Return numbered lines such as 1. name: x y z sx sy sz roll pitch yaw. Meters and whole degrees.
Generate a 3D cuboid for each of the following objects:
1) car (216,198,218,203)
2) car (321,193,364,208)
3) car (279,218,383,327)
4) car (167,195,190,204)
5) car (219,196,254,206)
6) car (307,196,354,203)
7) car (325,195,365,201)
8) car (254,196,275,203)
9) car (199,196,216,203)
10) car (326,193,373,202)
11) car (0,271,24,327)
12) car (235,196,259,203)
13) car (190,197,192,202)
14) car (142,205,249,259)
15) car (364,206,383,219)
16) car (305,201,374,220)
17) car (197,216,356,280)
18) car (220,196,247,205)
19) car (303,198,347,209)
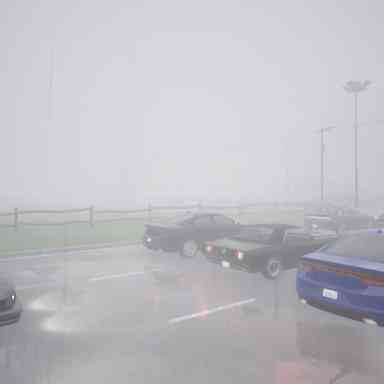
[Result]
1. car: 6.702 1.601 55.442 1.895 1.301 4.718 0 0 -36
2. car: 22.977 1.221 50.984 2.150 2.045 5.566 0 0 -36
3. car: 4.223 1.478 6.767 5.008 1.535 1.882 0 0 -36
4. car: -2.894 1.564 62.667 1.994 1.385 4.181 0 0 -36
5. car: 6.584 1.525 49.683 1.812 1.442 4.674 0 0 -36
6. car: 15.385 1.526 37.790 1.812 1.442 4.674 0 0 -37
7. car: 17.760 1.504 40.416 1.837 1.490 4.892 0 0 -37
8. car: 12.716 1.526 59.105 1.812 1.442 4.674 0 0 -37
9. car: 3.590 1.525 71.699 2.128 1.511 4.902 0 0 -36
10. car: 22.171 1.223 46.269 2.150 2.045 5.566 0 0 -37
11. car: -5.253 1.547 4.295 5.357 1.411 2.033 0 0 -35
12. car: 11.142 1.506 67.283 1.837 1.490 4.892 0 0 -36
13. car: -2.615 1.507 68.305 1.837 1.490 4.892 0 0 -36
14. car: 0.560 1.478 12.755 5.008 1.535 1.882 0 0 -36
15. car: 10.199 1.505 15.364 4.892 1.490 1.837 0 0 -36
16. car: 8.153 1.491 18.205 4.902 1.511 2.128 0 0 -36
17. car: 2.696 1.601 9.980 4.718 1.301 1.895 0 0 -35
18. car: 7.484 1.492 60.321 2.128 1.511 4.902 0 0 -36
19. car: 18.175 1.547 45.726 2.033 1.411 5.357 0 0 -37
